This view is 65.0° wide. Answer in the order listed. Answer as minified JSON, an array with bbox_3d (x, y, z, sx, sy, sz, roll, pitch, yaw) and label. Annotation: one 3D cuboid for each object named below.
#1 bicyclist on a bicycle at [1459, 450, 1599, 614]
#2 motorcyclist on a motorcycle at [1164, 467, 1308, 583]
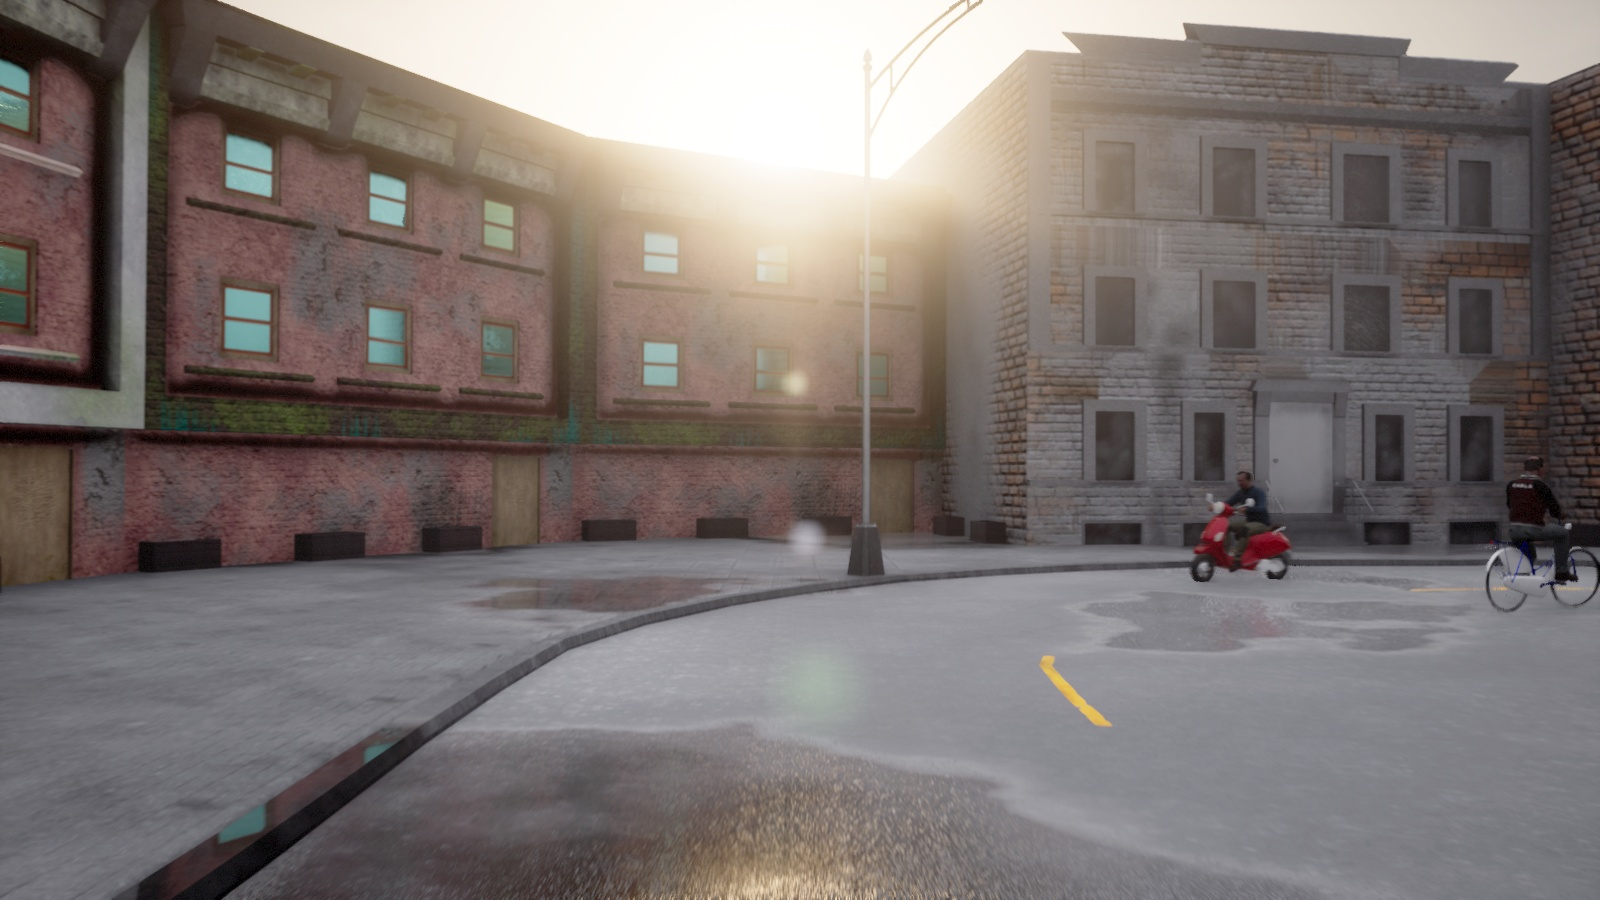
[{"bbox_3d":[8.496,0.893,14.348,1.843,1.776,0.659,0,1,-23],"label":"bicyclist on a bicycle"},{"bbox_3d":[6.286,1.048,18.110,1.817,1.590,0.866,0,1,-22],"label":"motorcyclist on a motorcycle"}]
